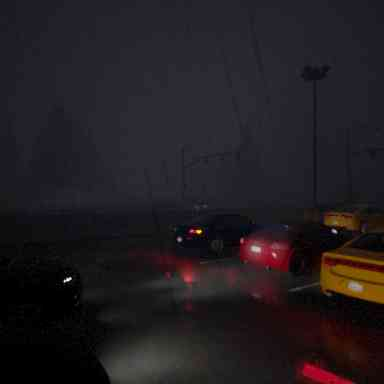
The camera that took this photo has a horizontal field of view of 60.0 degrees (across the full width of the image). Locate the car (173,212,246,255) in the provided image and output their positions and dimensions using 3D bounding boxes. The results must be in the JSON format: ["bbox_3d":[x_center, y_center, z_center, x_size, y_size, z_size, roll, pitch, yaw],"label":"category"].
[{"bbox_3d":[1.446,1.517,13.260,4.674,1.442,1.812,0,0,-35],"label":"car"}]

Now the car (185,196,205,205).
[{"bbox_3d":[0.480,1.443,56.532,1.882,1.535,5.008,0,0,-27],"label":"car"}]

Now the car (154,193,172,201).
[{"bbox_3d":[-5.807,1.503,70.755,2.033,1.411,5.357,0,0,-20],"label":"car"}]

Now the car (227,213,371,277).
[{"bbox_3d":[3.418,1.555,10.367,4.181,1.385,1.994,0,0,-35],"label":"car"}]

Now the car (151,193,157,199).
[{"bbox_3d":[-9.452,1.182,86.379,2.150,2.045,5.566,0,0,-10],"label":"car"}]

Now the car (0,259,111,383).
[{"bbox_3d":[-2.836,1.503,1.711,4.892,1.490,1.837,1,-1,-35],"label":"car"}]

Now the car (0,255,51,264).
[{"bbox_3d":[-4.220,1.490,5.019,4.902,1.511,2.128,0,0,-35],"label":"car"}]

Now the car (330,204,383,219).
[{"bbox_3d":[9.626,1.458,18.945,5.008,1.535,1.882,0,0,-35],"label":"car"}]

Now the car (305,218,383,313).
[{"bbox_3d":[4.830,1.469,7.090,5.008,1.535,1.882,0,0,-35],"label":"car"}]
